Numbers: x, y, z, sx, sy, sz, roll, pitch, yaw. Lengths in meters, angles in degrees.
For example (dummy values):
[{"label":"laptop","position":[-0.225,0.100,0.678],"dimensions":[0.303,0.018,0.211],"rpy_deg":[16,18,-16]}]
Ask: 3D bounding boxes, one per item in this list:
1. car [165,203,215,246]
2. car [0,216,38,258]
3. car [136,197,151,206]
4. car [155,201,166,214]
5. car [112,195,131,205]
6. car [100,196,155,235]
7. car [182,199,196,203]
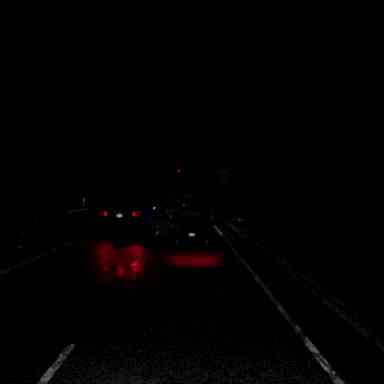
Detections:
[{"label":"car","position":[-0.040,1.494,15.331],"dimensions":[1.882,1.535,5.008],"rpy_deg":[0,0,-1]},{"label":"car","position":[-7.192,1.579,11.767],"dimensions":[1.994,1.385,4.181],"rpy_deg":[0,0,-1]},{"label":"car","position":[-7.769,1.504,53.866],"dimensions":[1.812,1.442,4.674],"rpy_deg":[0,0,-1]},{"label":"car","position":[-3.864,1.604,35.778],"dimensions":[1.994,1.385,4.181],"rpy_deg":[0,0,-1]},{"label":"car","position":[-11.269,1.242,53.807],"dimensions":[2.128,1.511,4.902],"rpy_deg":[0,0,-1]},{"label":"car","position":[-3.589,1.245,18.935],"dimensions":[2.150,2.045,5.566],"rpy_deg":[0,0,-1]},{"label":"car","position":[-0.357,1.530,35.395],"dimensions":[2.128,1.511,4.902],"rpy_deg":[0,0,-1]}]
